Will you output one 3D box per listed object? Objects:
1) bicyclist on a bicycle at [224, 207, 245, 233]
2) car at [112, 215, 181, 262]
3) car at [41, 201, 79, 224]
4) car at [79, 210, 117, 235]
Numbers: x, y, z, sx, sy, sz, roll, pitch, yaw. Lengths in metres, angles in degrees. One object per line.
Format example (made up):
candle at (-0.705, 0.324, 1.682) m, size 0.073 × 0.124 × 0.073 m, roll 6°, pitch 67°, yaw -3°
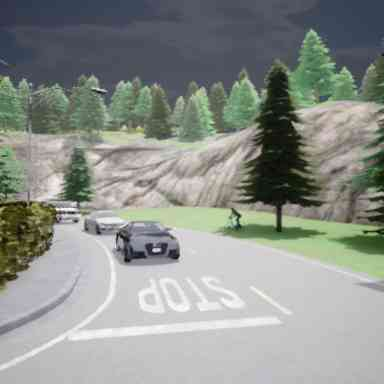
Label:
bicyclist on a bicycle at (2.788, 1.812, 21.697) m, size 1.656 × 1.620 × 0.582 m, roll -2°, pitch 2°, yaw -25°
car at (-1.860, 1.854, 13.347) m, size 1.994 × 1.385 × 4.181 m, roll 1°, pitch -1°, yaw -19°
car at (-12.516, 1.836, 31.170) m, size 5.566 × 2.045 × 2.150 m, roll 0°, pitch -1°, yaw 44°
car at (-5.952, 1.992, 22.549) m, size 1.812 × 1.442 × 4.674 m, roll 1°, pitch -1°, yaw -32°
